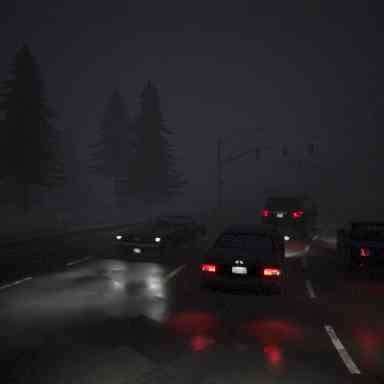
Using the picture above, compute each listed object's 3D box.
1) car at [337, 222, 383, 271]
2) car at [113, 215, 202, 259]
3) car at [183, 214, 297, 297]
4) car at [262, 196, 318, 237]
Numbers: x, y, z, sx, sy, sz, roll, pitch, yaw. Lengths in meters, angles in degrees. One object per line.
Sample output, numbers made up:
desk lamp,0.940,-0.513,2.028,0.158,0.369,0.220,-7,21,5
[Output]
car,5.766,1.601,10.579,1.895,1.301,4.718,0,0,18
car,-1.023,1.601,12.887,1.895,1.301,4.718,0,0,21
car,1.548,1.547,8.817,2.033,1.411,5.357,0,0,15
car,5.489,1.221,18.264,2.150,2.045,5.566,0,0,28
